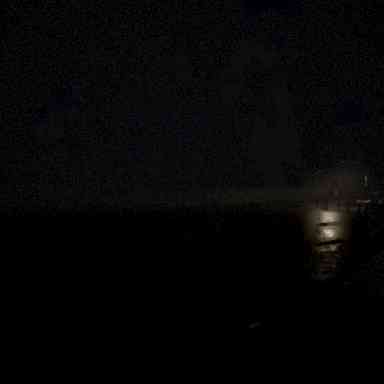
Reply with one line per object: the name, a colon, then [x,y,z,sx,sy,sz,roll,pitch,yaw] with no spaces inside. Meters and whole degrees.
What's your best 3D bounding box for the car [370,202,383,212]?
car: [22.913,1.790,39.335,1.895,1.301,4.718,-1,-1,6]
